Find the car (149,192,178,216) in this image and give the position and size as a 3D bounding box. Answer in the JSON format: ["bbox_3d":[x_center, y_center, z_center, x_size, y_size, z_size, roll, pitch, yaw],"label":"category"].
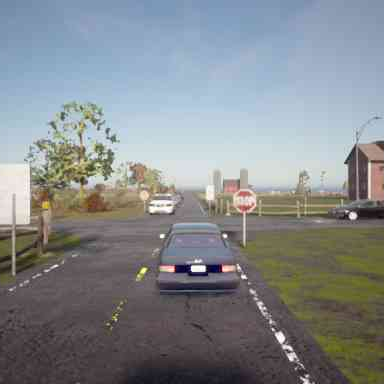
[{"bbox_3d":[-2.873,1.217,32.773,2.150,2.045,5.566,0,0,0],"label":"car"}]

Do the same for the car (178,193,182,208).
[{"bbox_3d":[-2.878,1.346,44.855,2.097,1.767,4.553,0,0,0],"label":"car"}]

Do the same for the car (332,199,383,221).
[{"bbox_3d":[12.941,1.283,24.592,4.892,1.490,1.837,-1,0,0],"label":"car"}]

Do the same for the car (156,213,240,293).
[{"bbox_3d":[0.067,1.546,9.001,2.033,1.411,5.357,0,0,-1],"label":"car"}]

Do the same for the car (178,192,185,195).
[{"bbox_3d":[-2.813,0.933,72.063,2.150,2.045,5.566,0,0,0],"label":"car"}]

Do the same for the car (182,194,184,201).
[{"bbox_3d":[-2.844,1.517,58.402,1.812,1.442,4.674,0,0,1],"label":"car"}]

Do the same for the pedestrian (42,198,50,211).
[{"bbox_3d":[-12.183,1.410,27.790,0.375,1.860,0.375,0,1,0],"label":"pedestrian"}]
